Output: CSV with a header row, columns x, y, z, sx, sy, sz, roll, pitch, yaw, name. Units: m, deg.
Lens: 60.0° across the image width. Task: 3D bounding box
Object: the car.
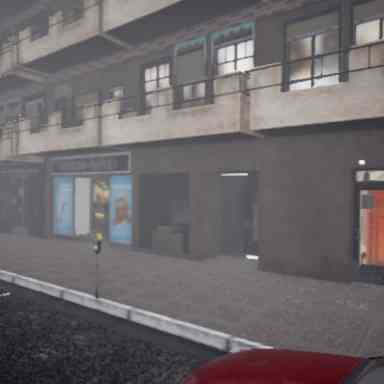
x,y,z,sx,sy,sz,roll,pitch,yaw,name
1.686,1.583,1.662,4.206,1.307,1.802,0,1,35,car
